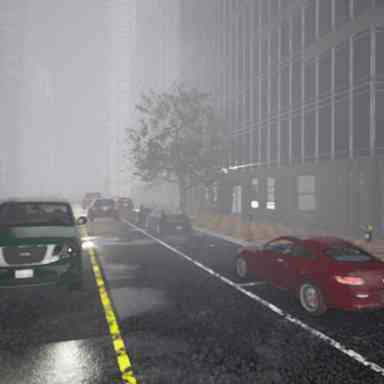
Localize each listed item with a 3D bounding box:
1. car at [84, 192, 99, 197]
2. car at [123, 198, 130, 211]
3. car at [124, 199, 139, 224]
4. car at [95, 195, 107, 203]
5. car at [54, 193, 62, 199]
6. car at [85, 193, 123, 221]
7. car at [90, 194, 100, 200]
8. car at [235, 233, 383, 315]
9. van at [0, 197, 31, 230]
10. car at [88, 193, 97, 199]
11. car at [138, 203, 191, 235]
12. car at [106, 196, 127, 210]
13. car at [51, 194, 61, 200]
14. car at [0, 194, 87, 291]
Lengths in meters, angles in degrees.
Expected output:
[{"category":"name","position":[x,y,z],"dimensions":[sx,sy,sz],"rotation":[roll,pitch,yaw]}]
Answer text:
[{"category":"car","position":[-12.177,1.019,40.549],"dimensions":[2.150,2.045,5.566],"rotation":[0,0,-21]},{"category":"car","position":[-7.119,1.283,34.173],"dimensions":[1.967,1.590,4.097],"rotation":[0,0,-20]},{"category":"car","position":[-3.279,1.454,23.456],"dimensions":[2.008,1.369,4.403],"rotation":[0,0,-20]},{"category":"car","position":[-16.720,1.225,60.967],"dimensions":[1.887,1.381,4.507],"rotation":[0,0,-20]},{"category":"car","position":[-34.212,1.029,84.940],"dimensions":[1.887,1.381,4.507],"rotation":[0,0,-20]},{"category":"car","position":[-6.940,1.233,25.917],"dimensions":[2.097,1.767,4.553],"rotation":[0,0,-19]},{"category":"car","position":[-22.480,1.136,77.043],"dimensions":[1.947,1.339,4.313],"rotation":[0,0,-20]},{"category":"car","position":[2.481,1.563,7.380],"dimensions":[1.802,1.307,4.206],"rotation":[0,0,-20]},{"category":"van","position":[-11.169,1.235,20.632],"dimensions":[1.690,1.788,3.998],"rotation":[0,0,-20]},{"category":"car","position":[-26.320,1.060,87.760],"dimensions":[1.947,1.339,4.313],"rotation":[0,0,-20]},{"category":"car","position":[-1.359,1.482,18.097],"dimensions":[2.008,1.369,4.403],"rotation":[0,0,-20]},{"category":"car","position":[-9.039,1.251,39.531],"dimensions":[1.967,1.590,4.097],"rotation":[0,0,-20]},{"category":"car","position":[-30.373,1.143,74.223],"dimensions":[1.802,1.307,4.206],"rotation":[0,0,-20]},{"category":"car","position":[-4.104,1.181,8.884],"dimensions":[2.150,2.045,5.566],"rotation":[0,0,-20]}]
